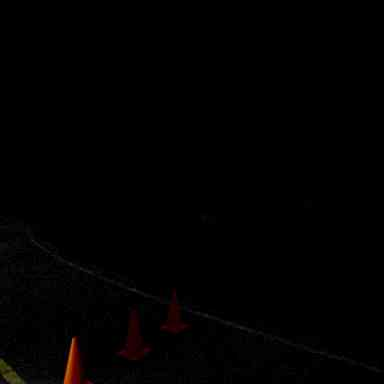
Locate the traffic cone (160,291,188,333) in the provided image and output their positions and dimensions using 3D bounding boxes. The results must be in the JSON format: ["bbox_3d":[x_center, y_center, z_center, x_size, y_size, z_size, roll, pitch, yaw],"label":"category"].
[{"bbox_3d":[-0.289,1.935,5.472,0.340,0.580,0.340,0,1,31],"label":"traffic cone"}]

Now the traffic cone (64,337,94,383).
[{"bbox_3d":[-1.327,1.948,3.771,0.340,0.580,0.340,0,1,31],"label":"traffic cone"}]

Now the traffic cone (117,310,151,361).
[{"bbox_3d":[-0.808,1.941,4.622,0.340,0.580,0.340,0,1,31],"label":"traffic cone"}]
